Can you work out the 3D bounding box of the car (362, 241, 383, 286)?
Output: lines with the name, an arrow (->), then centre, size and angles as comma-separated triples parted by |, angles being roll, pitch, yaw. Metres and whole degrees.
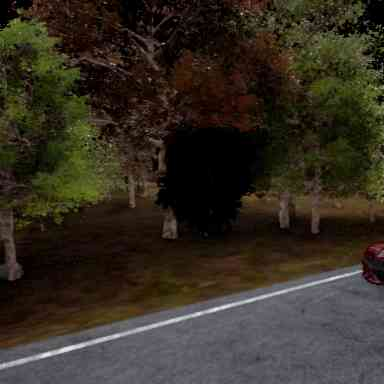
car -> 6.240, 1.427, 8.239 | 5.008, 1.535, 1.882 | -1, 0, -33
